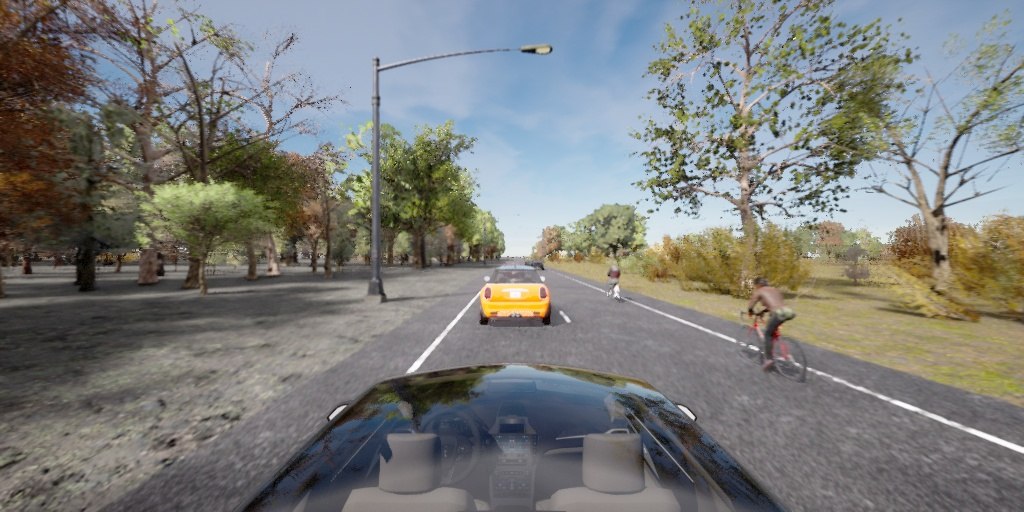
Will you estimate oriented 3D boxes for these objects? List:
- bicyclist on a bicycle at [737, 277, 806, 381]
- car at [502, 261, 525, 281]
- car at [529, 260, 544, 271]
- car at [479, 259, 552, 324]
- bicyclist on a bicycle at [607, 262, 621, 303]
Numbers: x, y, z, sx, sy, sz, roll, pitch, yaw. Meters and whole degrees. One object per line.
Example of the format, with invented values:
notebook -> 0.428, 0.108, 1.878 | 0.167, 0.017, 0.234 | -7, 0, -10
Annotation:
bicyclist on a bicycle -> 4.467, 1.206, 6.278 | 0.582, 1.620, 1.656 | 0, 0, 0
car -> 0.098, 1.248, 31.682 | 1.882, 1.535, 5.008 | 0, 0, 0
car -> 3.599, 1.292, 52.600 | 1.837, 1.490, 4.892 | 0, 0, 0
car -> 0.099, 1.109, 12.192 | 2.097, 1.767, 4.553 | 0, 0, 0
bicyclist on a bicycle -> 4.466, 1.130, 15.877 | 0.659, 1.776, 1.843 | 0, 0, 0
